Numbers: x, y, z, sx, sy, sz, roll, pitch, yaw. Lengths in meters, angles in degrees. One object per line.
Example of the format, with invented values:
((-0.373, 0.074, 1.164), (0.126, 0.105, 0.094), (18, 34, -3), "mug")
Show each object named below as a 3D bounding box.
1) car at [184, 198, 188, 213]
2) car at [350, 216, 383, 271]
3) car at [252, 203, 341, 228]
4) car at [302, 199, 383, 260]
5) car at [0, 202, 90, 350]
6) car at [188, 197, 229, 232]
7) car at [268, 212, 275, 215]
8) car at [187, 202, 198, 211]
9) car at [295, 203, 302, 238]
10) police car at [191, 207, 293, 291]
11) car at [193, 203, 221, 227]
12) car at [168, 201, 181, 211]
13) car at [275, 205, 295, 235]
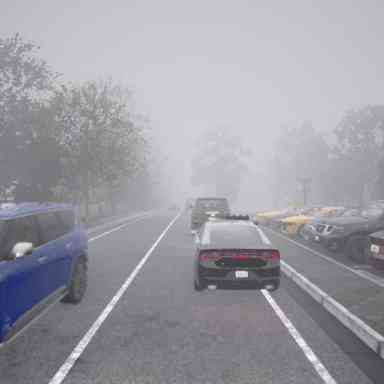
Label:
((0.130, 1.805, 44.927), (2.150, 2.045, 5.566), (0, -2, 0), "car")
((7.128, 1.527, 8.696), (4.792, 1.488, 2.163), (0, 0, 0), "car")
((6.955, 1.563, 22.563), (5.366, 1.575, 1.946), (0, 0, 0), "car")
((7.079, 1.250, 11.473), (5.566, 2.045, 2.435), (0, 0, 0), "car")
((-3.337, 1.226, 5.210), (2.150, 2.045, 5.566), (0, 0, 0), "car")
((1.022, 1.296, 19.157), (2.150, 2.045, 5.566), (0, -1, 0), "car")
((7.138, 1.539, 19.793), (4.892, 1.521, 2.231), (0, 0, 0), "car")
((0.149, 2.615, 59.682), (1.837, 1.490, 4.892), (0, -2, 0), "car")
((7.147, 1.382, 14.245), (4.553, 1.767, 2.185), (0, 0, 0), "car")
((0.997, 1.439, 9.215), (1.930, 1.638, 5.238), (0, 0, 0), "police car")
((1.037, 1.621, 25.128), (1.882, 1.535, 5.008), (0, -1, 0), "car")
((-3.102, 2.432, 58.910), (2.097, 1.767, 4.553), (0, -2, 0), "car")
((7.130, 1.519, 17.021), (5.008, 1.535, 2.097), (0, 0, 0), "car")
